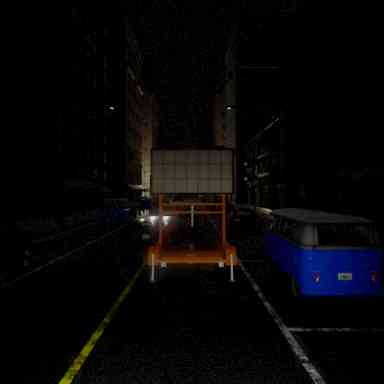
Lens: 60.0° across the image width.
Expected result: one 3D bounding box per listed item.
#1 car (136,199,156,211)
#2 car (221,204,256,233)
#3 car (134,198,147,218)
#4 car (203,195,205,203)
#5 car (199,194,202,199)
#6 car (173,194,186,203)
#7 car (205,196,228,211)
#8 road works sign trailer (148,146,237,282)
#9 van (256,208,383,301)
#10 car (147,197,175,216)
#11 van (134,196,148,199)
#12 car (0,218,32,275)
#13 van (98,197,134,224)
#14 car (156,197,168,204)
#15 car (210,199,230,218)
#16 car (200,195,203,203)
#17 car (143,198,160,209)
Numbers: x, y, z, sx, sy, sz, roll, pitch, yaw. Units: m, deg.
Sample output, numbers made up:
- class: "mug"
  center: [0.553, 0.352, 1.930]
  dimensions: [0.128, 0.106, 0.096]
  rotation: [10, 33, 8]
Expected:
- class: "car"
  center: [-5.628, 1.566, 41.083]
  dimensions: [1.947, 1.339, 4.313]
  rotation: [0, 0, 0]
- class: "car"
  center: [2.876, 1.581, 19.069]
  dimensions: [1.802, 1.307, 4.206]
  rotation: [0, 0, 0]
- class: "car"
  center: [-5.639, 1.550, 30.080]
  dimensions: [2.008, 1.369, 4.403]
  rotation: [0, 0, 0]
- class: "car"
  center: [2.903, 1.442, 46.576]
  dimensions: [1.967, 1.590, 4.097]
  rotation: [0, 0, 0]
- class: "car"
  center: [2.925, 1.576, 68.581]
  dimensions: [1.947, 1.339, 4.313]
  rotation: [0, 0, 0]
- class: "car"
  center: [-2.926, 1.231, 72.588]
  dimensions: [2.150, 2.045, 5.566]
  rotation: [0, 0, 0]
- class: "car"
  center: [2.892, 1.315, 35.572]
  dimensions: [2.192, 1.841, 5.009]
  rotation: [0, 0, 0]
- class: "road works sign trailer"
  center: [0.010, 0.464, 9.747]
  dimensions: [2.380, 3.560, 2.880]
  rotation: [0, 0, 0]
- class: "van"
  center: [2.864, 1.340, 8.066]
  dimensions: [1.690, 1.788, 3.998]
  rotation: [0, 0, 0]
- class: "car"
  center: [-3.067, 1.546, 33.092]
  dimensions: [2.033, 1.411, 5.357]
  rotation: [0, 0, 0]
- class: "van"
  center: [-5.634, 1.340, 35.581]
  dimensions: [1.690, 1.788, 3.998]
  rotation: [0, 0, 0]
- class: "car"
  center: [-5.661, 1.439, 8.075]
  dimensions: [1.967, 1.590, 4.097]
  rotation: [0, 0, 0]
- class: "van"
  center: [-5.645, 1.340, 24.580]
  dimensions: [1.690, 1.788, 3.998]
  rotation: [0, 0, 0]
- class: "car"
  center: [-5.606, 1.590, 63.088]
  dimensions: [1.802, 1.307, 4.206]
  rotation: [0, 0, 0]
- class: "car"
  center: [2.887, 1.581, 30.071]
  dimensions: [1.802, 1.307, 4.206]
  rotation: [0, 0, 0]
- class: "car"
  center: [2.914, 1.556, 57.578]
  dimensions: [2.008, 1.369, 4.403]
  rotation: [0, 0, 0]
- class: "car"
  center: [-5.622, 1.584, 46.584]
  dimensions: [1.802, 1.307, 4.206]
  rotation: [0, 0, 0]
